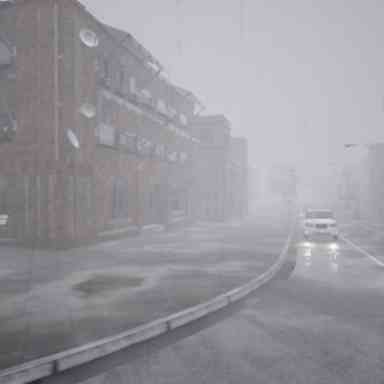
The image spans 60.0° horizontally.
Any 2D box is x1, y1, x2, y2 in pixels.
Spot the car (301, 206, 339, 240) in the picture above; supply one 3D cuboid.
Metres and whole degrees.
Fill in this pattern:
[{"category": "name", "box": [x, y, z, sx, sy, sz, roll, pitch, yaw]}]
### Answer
[{"category": "car", "box": [9.119, 2.250, 23.867, 2.150, 2.045, 5.566, -1, -3, 18]}]
